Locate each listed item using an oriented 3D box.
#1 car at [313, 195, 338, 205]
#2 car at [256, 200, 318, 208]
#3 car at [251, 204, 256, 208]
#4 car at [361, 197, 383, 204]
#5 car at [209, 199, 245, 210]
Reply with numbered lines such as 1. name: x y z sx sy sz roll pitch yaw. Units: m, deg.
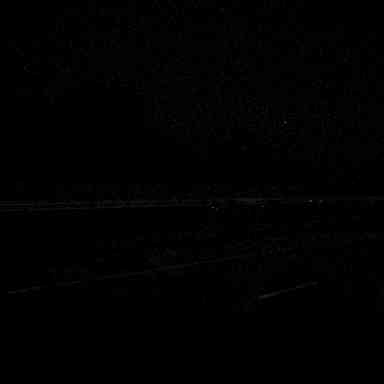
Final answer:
1. car: 18.776 1.271 47.402 4.553 1.767 2.097 0 0 -35
2. car: 7.658 1.559 26.639 4.718 1.301 1.895 0 0 -35
3. car: 8.508 1.548 35.826 4.718 1.301 1.895 0 0 -35
4. car: 26.604 1.440 48.645 4.674 1.442 1.812 0 0 -35
5. car: 3.891 1.518 36.839 4.181 1.385 1.994 0 0 -35
